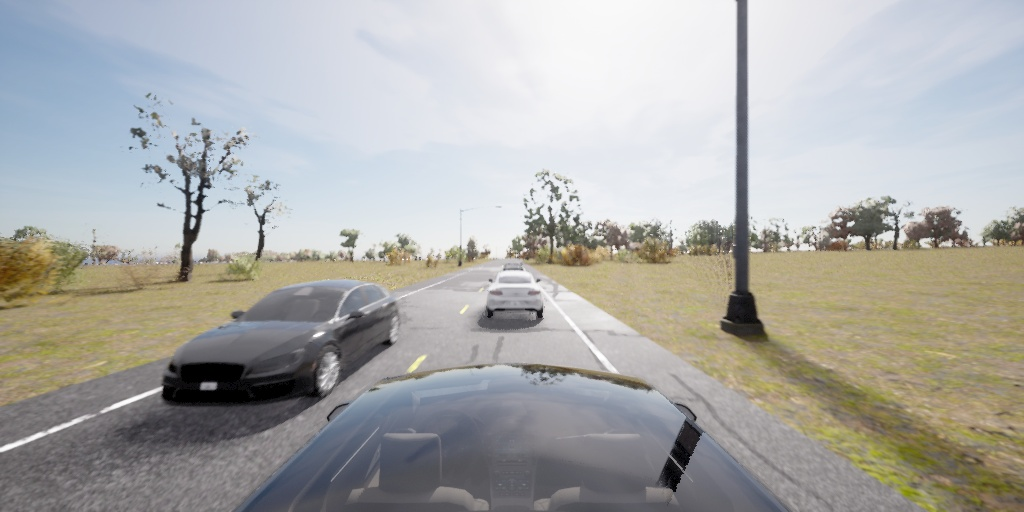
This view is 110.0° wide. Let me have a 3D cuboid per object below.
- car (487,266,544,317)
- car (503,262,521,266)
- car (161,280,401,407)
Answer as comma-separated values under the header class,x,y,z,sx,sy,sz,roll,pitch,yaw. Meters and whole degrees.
class,x,y,z,sx,sy,sz,roll,pitch,yaw
car,0.096,1.246,12.947,1.812,1.442,4.674,0,0,0
car,0.087,1.266,34.300,1.895,1.301,4.718,0,0,0
car,-3.501,1.242,6.563,1.837,1.490,4.892,0,0,0
